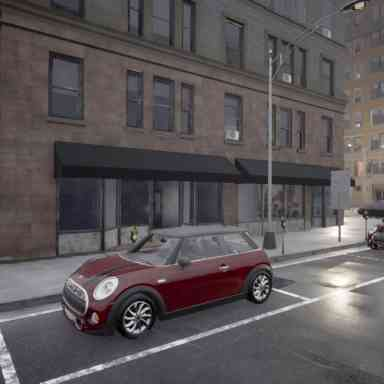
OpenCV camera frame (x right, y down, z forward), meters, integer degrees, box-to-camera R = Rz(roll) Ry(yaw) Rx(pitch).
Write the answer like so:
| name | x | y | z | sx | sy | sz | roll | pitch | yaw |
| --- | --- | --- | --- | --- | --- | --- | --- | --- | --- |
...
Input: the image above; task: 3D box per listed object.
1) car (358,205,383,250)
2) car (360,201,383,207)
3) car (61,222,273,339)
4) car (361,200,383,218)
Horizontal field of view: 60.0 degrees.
| name | x | y | z | sx | sy | sz | roll | pitch | yaw |
| --- | --- | --- | --- | --- | --- | --- | --- | --- | --- |
| car | 8.581 | 1.445 | 12.910 | 4.097 | 1.590 | 1.967 | 0 | 0 | -36 |
| car | 15.083 | 1.447 | 25.294 | 1.812 | 1.442 | 4.674 | 1 | 0 | -32 |
| car | -0.351 | 1.441 | 6.513 | 4.097 | 1.590 | 1.967 | 0 | 0 | -36 |
| car | 17.228 | 1.470 | 28.364 | 1.812 | 1.442 | 4.674 | 1 | 0 | -36 |
